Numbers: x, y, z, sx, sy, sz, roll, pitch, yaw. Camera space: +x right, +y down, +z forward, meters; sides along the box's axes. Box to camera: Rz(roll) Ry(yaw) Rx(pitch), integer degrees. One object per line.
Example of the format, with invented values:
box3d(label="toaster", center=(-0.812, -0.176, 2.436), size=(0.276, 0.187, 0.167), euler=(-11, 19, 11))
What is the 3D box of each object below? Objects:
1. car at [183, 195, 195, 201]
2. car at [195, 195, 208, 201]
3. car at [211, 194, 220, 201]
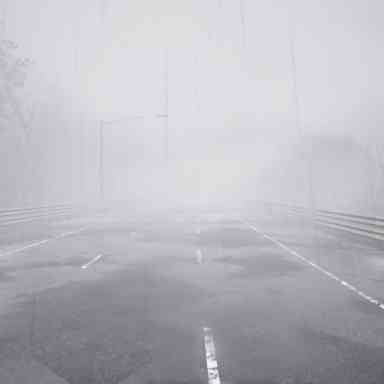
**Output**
box3d(label="car", center=(-1.132, 1.621, 85.775), size=(2.033, 1.411, 5.357), euler=(0, 0, 6))
box3d(label="car", center=(2.397, 1.676, 85.897), size=(1.895, 1.301, 4.718), euler=(0, 0, 6))
box3d(label="car", center=(5.953, 1.437, 86.310), size=(2.097, 1.767, 4.553), euler=(0, 0, 6))
